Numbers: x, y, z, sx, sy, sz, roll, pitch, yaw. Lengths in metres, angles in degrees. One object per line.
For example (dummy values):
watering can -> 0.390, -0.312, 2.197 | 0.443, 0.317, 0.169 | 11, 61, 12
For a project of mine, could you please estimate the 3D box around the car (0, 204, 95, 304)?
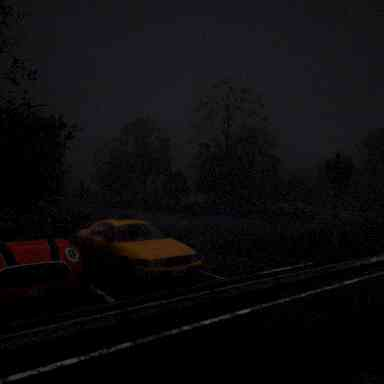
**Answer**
car -> -4.329, 1.347, 8.243 | 2.185, 1.767, 4.553 | 0, 0, -36

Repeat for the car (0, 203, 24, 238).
car -> -11.005, 1.474, 18.747 | 1.946, 1.575, 5.366 | 0, 0, -36

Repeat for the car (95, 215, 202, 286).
car -> -1.842, 1.481, 9.783 | 1.946, 1.575, 5.366 | 0, 0, -36

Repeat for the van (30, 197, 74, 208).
van -> -8.566, 1.263, 20.145 | 1.878, 1.987, 4.442 | 0, 0, -36

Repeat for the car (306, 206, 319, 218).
car -> 10.746, 1.727, 34.334 | 2.185, 1.767, 4.553 | 1, -1, -36

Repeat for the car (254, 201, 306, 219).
car -> 8.205, 1.827, 32.433 | 2.002, 1.452, 4.674 | 2, -1, -36
